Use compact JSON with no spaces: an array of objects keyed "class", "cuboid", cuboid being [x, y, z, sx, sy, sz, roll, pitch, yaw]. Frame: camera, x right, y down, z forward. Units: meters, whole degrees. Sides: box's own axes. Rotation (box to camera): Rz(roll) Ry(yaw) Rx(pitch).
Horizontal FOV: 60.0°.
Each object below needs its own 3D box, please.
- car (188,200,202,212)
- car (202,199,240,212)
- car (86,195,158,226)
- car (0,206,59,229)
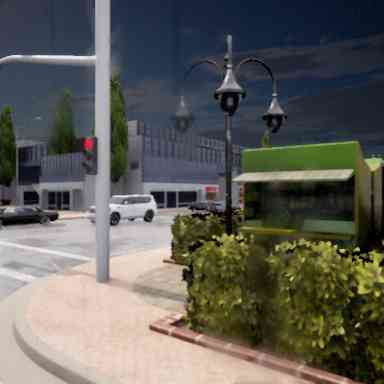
[{"class":"car","cuboid":[1.750,1.550,38.654,2.033,1.411,5.357,0,0,37]},{"class":"car","cuboid":[3.288,1.566,34.865,1.994,1.385,4.181,0,0,37]},{"class":"car","cuboid":[-4.874,1.224,23.962,2.150,2.045,5.566,0,0,37]},{"class":"car","cuboid":[-11.211,1.604,21.417,1.895,1.301,4.718,0,0,38]}]
